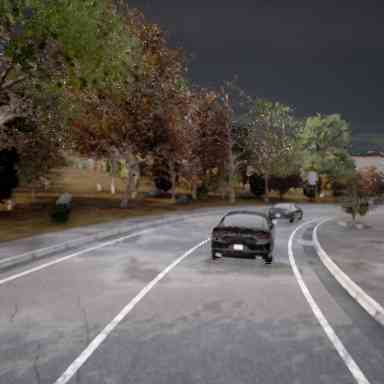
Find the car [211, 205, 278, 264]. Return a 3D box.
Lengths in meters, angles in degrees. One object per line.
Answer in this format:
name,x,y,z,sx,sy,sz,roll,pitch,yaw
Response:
car,1.966,1.413,11.894,1.882,1.535,5.008,1,1,15

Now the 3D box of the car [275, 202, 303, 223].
car,7.112,1.469,25.161,1.812,1.442,4.674,3,1,29
